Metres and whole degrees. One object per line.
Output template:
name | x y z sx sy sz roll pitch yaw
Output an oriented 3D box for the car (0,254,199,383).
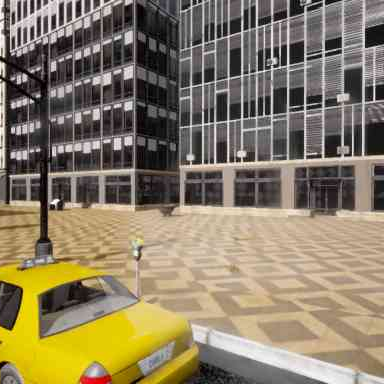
car | -2.201 1.525 4.462 4.829 1.417 1.752 0 0 36
